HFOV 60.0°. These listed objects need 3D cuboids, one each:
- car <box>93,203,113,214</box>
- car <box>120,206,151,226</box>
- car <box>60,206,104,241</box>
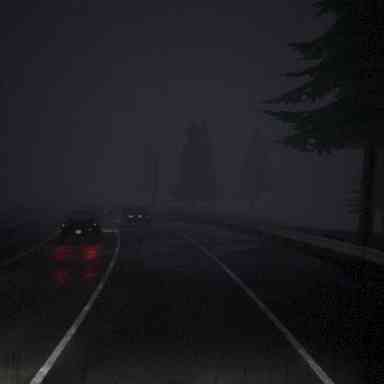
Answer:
[{"bbox_3d":[-11.202,1.978,40.824,1.895,1.301,4.718,0,-1,-29],"label":"car"},{"bbox_3d":[-4.440,1.778,25.766,2.033,1.411,5.357,0,0,-18],"label":"car"},{"bbox_3d":[-5.850,1.694,17.812,1.812,1.442,4.674,0,0,-13],"label":"car"}]
